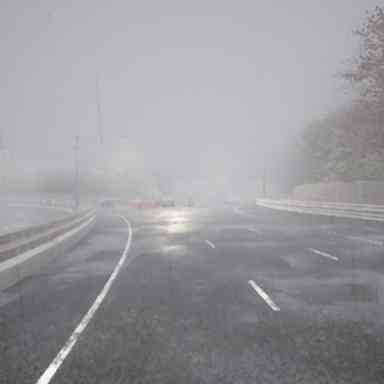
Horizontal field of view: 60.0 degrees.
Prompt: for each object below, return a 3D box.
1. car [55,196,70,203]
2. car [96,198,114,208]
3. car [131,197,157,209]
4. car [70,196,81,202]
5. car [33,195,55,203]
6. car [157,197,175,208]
[{"bbox_3d":[-32.170,1.930,80.755,4.181,1.385,1.994,-1,0,41],"label":"car"},{"bbox_3d":[-13.552,1.667,51.679,1.837,1.490,4.892,0,0,-29],"label":"car"},{"bbox_3d":[-7.006,1.438,46.532,2.097,1.767,4.553,-1,0,-25],"label":"car"},{"bbox_3d":[-29.875,1.700,83.385,4.553,1.767,2.097,-1,0,41],"label":"car"},{"bbox_3d":[-35.085,1.909,78.664,4.892,1.490,1.837,-1,0,41],"label":"car"},{"bbox_3d":[-4.133,1.545,48.634,2.128,1.511,4.902,0,0,-26],"label":"car"}]
